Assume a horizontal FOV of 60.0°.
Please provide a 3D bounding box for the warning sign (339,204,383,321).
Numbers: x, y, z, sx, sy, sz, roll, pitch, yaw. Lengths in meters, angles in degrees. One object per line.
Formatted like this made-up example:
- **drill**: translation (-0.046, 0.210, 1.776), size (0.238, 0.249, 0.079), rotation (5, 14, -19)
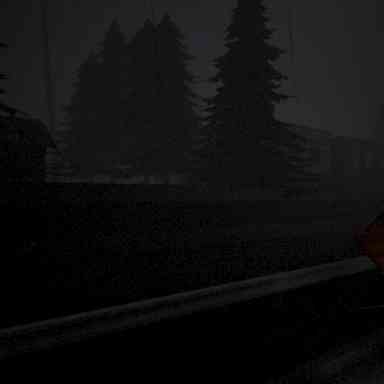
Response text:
- **warning sign**: translation (3.474, 1.171, 5.797), size (1.060, 1.860, 1.300), rotation (1, 0, -36)
